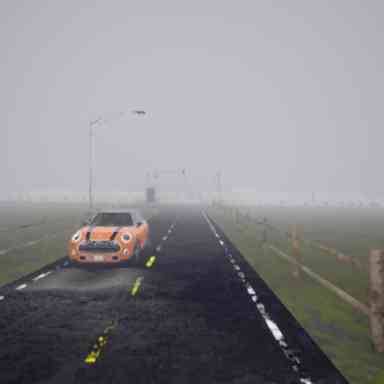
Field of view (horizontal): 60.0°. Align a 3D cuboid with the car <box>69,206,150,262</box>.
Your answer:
[{"bbox_3d":[-2.851,1.438,12.402,2.097,1.767,4.553,0,0,0],"label":"car"}]
